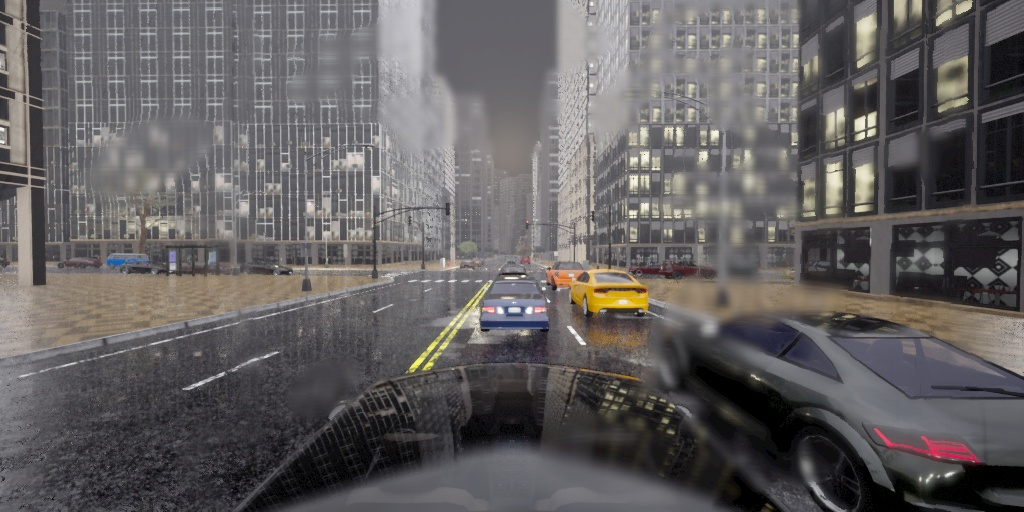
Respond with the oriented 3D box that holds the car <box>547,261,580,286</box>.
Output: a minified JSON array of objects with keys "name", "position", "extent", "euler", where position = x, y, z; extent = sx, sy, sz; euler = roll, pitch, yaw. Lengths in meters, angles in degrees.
[{"name":"car","position":[3.316,1.091,22.212],"extent":[2.097,1.767,4.553],"euler":[0,0,0]}]

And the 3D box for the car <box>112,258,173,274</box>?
[{"name":"car","position":[-34.149,1.068,33.661],"extent":[4.313,1.339,1.948],"euler":[0,0,1]}]

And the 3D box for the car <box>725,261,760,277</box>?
[{"name":"car","position":[23.914,1.280,38.565],"extent":[4.553,1.767,2.097],"euler":[1,1,1]}]

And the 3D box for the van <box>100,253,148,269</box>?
[{"name":"van","position":[-45.354,0.604,42.303],"extent":[3.998,1.789,1.690],"euler":[0,0,1]}]

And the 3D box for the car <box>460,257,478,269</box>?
[{"name":"car","position":[-6.679,1.277,54.328],"extent":[1.994,1.385,4.181],"euler":[0,0,0]}]

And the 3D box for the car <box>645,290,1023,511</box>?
[{"name":"car","position":[3.341,1.313,4.122],"extent":[1.994,1.385,4.181],"euler":[0,0,0]}]

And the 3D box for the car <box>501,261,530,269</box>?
[{"name":"car","position":[0.070,1.232,20.554],"extent":[2.128,1.511,4.902],"euler":[0,0,0]}]

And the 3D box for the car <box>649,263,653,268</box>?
[{"name":"car","position":[15.018,1.450,38.737],"extent":[4.718,1.301,1.895],"euler":[1,1,2]}]

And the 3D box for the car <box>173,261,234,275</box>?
[{"name":"car","position":[-28.468,1.137,33.497],"extent":[4.207,1.307,1.802],"euler":[0,0,1]}]

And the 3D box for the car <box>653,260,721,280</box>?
[{"name":"car","position":[16.142,1.268,32.911],"extent":[5.009,1.841,2.192],"euler":[0,0,1]}]

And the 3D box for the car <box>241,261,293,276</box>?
[{"name":"car","position":[-22.784,1.172,33.374],"extent":[4.313,1.339,1.948],"euler":[0,0,1]}]

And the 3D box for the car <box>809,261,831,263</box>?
[{"name":"car","position":[32.662,1.356,38.423],"extent":[4.553,1.767,2.097],"euler":[0,1,1]}]

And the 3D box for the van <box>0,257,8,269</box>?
[{"name":"van","position":[-51.194,0.686,34.031],"extent":[3.998,1.789,1.690],"euler":[0,0,1]}]

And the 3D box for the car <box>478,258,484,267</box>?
[{"name":"car","position":[-6.665,1.053,64.329],"extent":[2.097,1.767,4.553],"euler":[0,0,0]}]

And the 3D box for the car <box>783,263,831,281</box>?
[{"name":"car","position":[27.591,1.577,32.733],"extent":[4.829,1.417,1.751],"euler":[0,0,1]}]

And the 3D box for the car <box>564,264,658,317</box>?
[{"name":"car","position":[3.331,1.222,13.207],"extent":[1.882,1.535,5.008],"euler":[0,0,0]}]

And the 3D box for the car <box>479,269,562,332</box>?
[{"name":"car","position":[0.086,1.294,10.802],"extent":[2.033,1.411,5.357],"euler":[0,0,1]}]
